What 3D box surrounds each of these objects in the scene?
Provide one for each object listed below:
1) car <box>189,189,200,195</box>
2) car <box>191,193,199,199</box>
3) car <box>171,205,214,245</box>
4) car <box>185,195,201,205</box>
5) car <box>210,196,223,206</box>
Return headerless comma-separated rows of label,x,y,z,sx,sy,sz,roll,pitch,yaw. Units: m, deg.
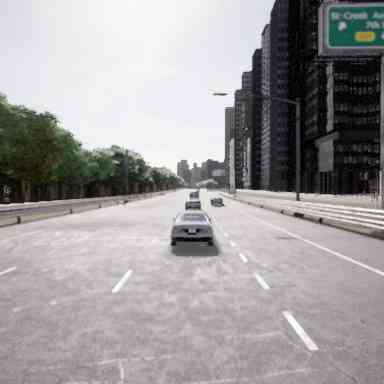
car,0.515,0.922,71.963,2.150,2.045,5.566,0,0,1
car,0.849,1.031,91.811,2.033,1.411,5.357,0,1,1
car,0.015,1.544,15.382,2.033,1.411,5.357,0,0,0
car,0.144,1.413,39.388,2.128,1.511,4.902,0,0,0
car,3.864,1.333,52.127,2.128,1.511,4.902,0,1,1
